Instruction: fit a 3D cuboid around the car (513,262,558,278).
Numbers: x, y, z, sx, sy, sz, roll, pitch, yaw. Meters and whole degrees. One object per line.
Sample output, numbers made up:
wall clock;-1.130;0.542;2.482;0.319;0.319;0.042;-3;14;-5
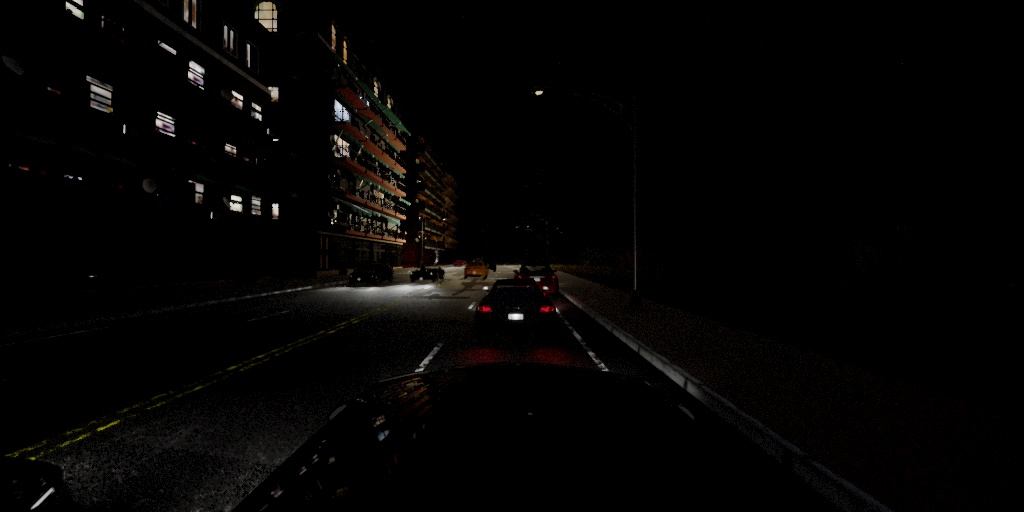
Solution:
car;1.151;1.103;18.533;2.097;1.767;4.553;0;0;0

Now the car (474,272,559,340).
car;0.101;1.315;9.954;1.994;1.385;4.181;0;0;0

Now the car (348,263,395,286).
car;-9.832;1.257;25.429;1.837;1.490;4.892;0;0;0

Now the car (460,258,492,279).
car;-3.125;1.230;32.249;1.882;1.535;5.008;0;0;0

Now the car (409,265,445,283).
car;-6.578;1.353;28.187;1.895;1.301;4.718;0;0;0

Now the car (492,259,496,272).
car;-3.090;1.104;45.834;2.097;1.767;4.553;0;0;-2
